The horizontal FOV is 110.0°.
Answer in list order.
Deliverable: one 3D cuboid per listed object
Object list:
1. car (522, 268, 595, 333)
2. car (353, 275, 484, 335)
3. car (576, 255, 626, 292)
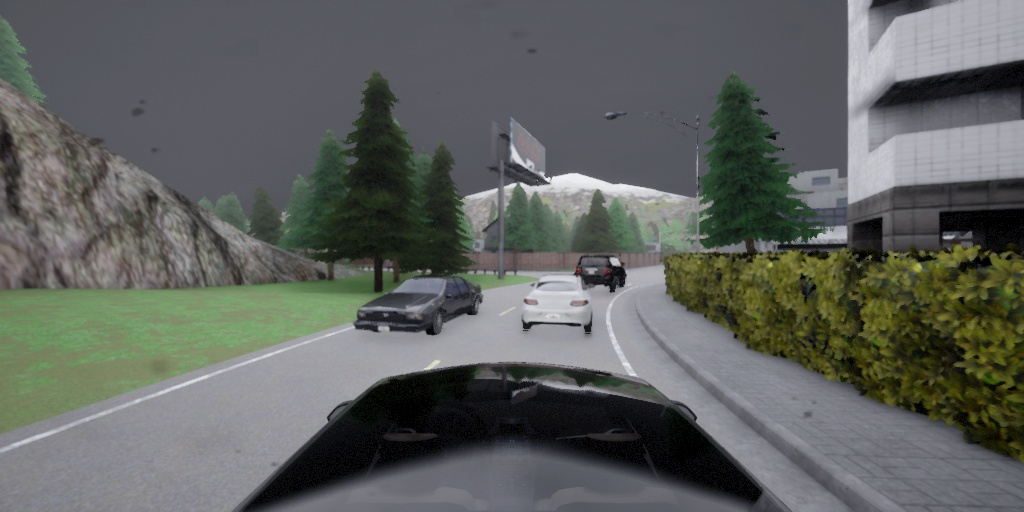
[{"bbox_3d":[1.466,1.265,10.773,1.812,1.442,4.674,0,0,12],"label":"car"},{"bbox_3d":[-2.384,1.287,10.858,2.033,1.411,5.357,0,0,12],"label":"car"},{"bbox_3d":[5.336,0.951,21.309,2.150,2.045,5.566,0,0,26],"label":"car"}]
